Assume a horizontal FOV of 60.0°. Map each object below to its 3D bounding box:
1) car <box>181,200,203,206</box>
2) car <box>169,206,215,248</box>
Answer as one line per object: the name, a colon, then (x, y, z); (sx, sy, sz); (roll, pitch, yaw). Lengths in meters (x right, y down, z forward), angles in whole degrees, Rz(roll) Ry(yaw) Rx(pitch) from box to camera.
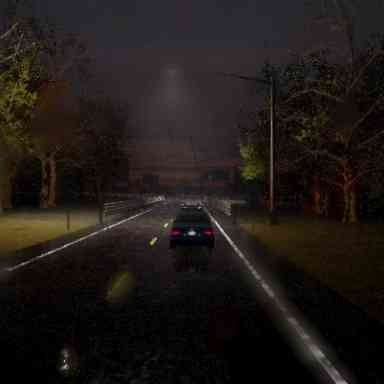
car: (0.000, 1.490, 29.650); (2.128, 1.511, 4.902); (0, 0, 0)
car: (0.000, 1.560, 14.650); (2.033, 1.411, 5.357); (0, 0, 0)
